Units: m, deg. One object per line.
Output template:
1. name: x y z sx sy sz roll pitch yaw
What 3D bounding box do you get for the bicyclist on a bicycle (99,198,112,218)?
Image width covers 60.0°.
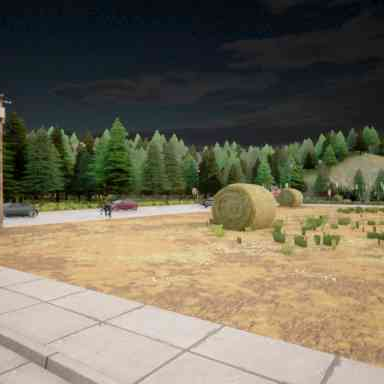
1. bicyclist on a bicycle: -7.068 1.327 27.067 1.656 1.620 0.582 0 0 36

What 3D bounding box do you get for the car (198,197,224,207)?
1. car: 3.075 1.552 53.245 1.812 1.442 4.674 0 0 37

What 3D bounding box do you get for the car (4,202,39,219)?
1. car: -15.400 1.591 28.384 1.994 1.385 4.181 0 0 36

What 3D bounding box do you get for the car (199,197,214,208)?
1. car: 3.480 1.518 47.815 2.128 1.511 4.902 0 0 37

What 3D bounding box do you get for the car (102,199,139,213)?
1. car: -8.126 1.553 38.204 1.812 1.442 4.674 0 0 36
